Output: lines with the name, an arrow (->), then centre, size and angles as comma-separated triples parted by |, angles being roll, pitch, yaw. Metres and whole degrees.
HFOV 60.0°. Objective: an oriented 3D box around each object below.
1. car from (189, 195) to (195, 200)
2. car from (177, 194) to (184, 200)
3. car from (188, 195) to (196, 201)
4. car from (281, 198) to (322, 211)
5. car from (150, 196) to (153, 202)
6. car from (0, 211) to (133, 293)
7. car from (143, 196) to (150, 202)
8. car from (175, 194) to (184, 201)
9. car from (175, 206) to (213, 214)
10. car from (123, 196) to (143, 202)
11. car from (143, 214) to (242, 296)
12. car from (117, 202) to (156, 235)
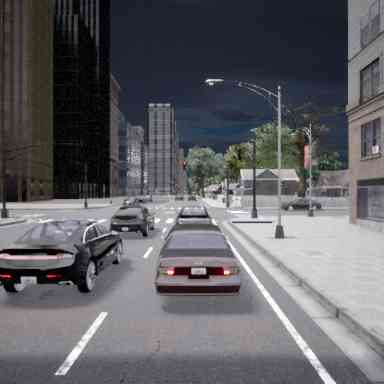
car -> 0.025, 1.518, 94.365 | 1.812, 1.442, 4.674 | 0, 0, 0
car -> -3.226, 1.303, 93.958 | 1.882, 1.535, 5.008 | 0, 0, 0
car -> 0.021, 1.487, 82.047 | 1.837, 1.490, 4.892 | 0, 0, 0
car -> 13.293, 1.551, 40.739 | 4.892, 1.490, 1.837 | 0, -1, 0
car -> -9.731, 1.511, 73.229 | 1.812, 1.442, 4.674 | 0, 0, 0
car -> -3.149, 1.491, 8.856 | 2.128, 1.511, 4.902 | 0, 0, 0
car -> -9.776, 1.589, 63.117 | 1.895, 1.301, 4.718 | 0, 0, 1
car -> -3.228, 1.335, 83.923 | 2.097, 1.767, 4.553 | 0, 0, 0
car -> 0.103, 1.489, 17.839 | 2.128, 1.511, 4.902 | 0, 0, 0
car -> -9.812, 1.482, 53.797 | 2.128, 1.511, 4.902 | 0, 0, 1
car -> 0.093, 1.544, 8.785 | 2.033, 1.411, 5.357 | 0, 0, -1
car -> -3.145, 1.503, 18.116 | 1.837, 1.490, 4.892 | 0, 0, 0
